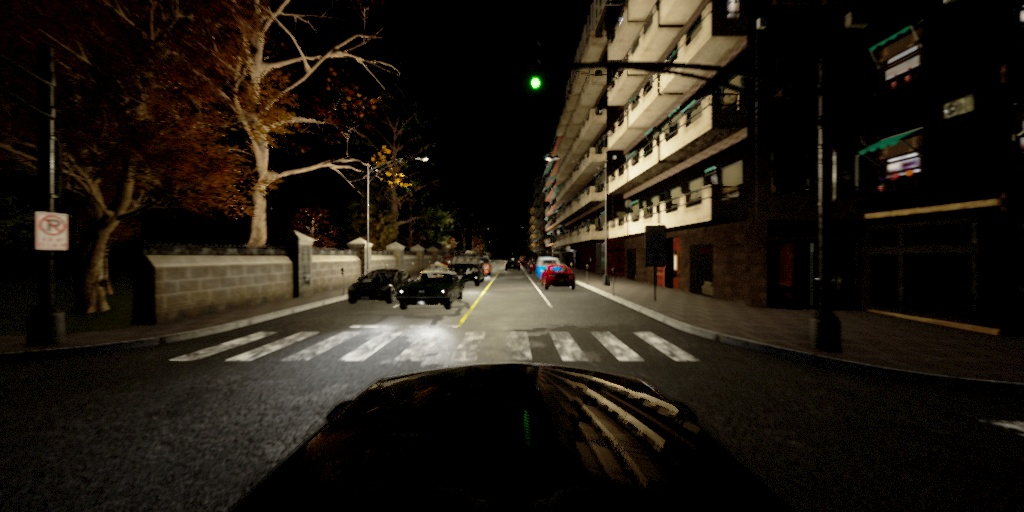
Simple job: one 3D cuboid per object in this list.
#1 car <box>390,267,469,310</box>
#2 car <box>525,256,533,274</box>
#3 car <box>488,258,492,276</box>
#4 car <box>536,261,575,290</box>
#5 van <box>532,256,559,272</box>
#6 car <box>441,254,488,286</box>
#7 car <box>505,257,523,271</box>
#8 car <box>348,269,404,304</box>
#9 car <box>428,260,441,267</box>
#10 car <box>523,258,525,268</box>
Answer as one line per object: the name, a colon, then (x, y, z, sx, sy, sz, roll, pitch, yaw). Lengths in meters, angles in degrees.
car: (-3.099, 1.300, 14.532, 1.895, 1.301, 4.718, 0, 0, 0)
car: (2.695, 1.055, 38.585, 1.967, 1.591, 4.097, 0, 0, 0)
car: (-3.087, 0.978, 34.811, 2.097, 1.767, 4.553, 0, 0, 0)
car: (2.693, 1.217, 21.694, 1.888, 1.381, 4.507, 0, 0, 0)
van: (2.694, 0.993, 27.325, 1.690, 1.789, 3.998, 0, 0, 0)
car: (-3.095, 0.883, 24.549, 2.150, 2.045, 5.566, 0, 0, 0)
car: (0.101, 1.155, 46.399, 1.994, 1.385, 4.181, 0, 0, 0)
car: (-5.688, 1.259, 16.065, 1.948, 1.339, 4.313, 0, 0, 0)
car: (-5.687, 1.177, 27.156, 1.751, 1.417, 4.829, 0, 0, 0)
car: (2.695, 1.148, 44.215, 2.007, 1.370, 4.403, 0, 0, 0)
